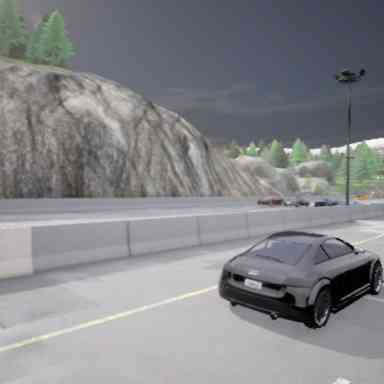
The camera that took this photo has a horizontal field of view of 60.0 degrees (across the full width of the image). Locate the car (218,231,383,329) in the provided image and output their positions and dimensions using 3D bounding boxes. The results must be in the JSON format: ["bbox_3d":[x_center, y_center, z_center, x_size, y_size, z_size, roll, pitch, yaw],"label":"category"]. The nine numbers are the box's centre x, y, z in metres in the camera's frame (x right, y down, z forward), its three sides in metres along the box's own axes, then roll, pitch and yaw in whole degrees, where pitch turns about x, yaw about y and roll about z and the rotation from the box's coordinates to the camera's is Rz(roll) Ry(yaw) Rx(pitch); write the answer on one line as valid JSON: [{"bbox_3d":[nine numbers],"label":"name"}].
[{"bbox_3d":[2.464,1.533,7.031,4.181,1.385,1.994,0,1,-45],"label":"car"}]

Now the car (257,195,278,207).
[{"bbox_3d":[11.005,1.224,46.288,1.882,1.535,5.008,1,1,44],"label":"car"}]

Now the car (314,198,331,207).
[{"bbox_3d":[17.674,1.486,43.111,1.895,1.301,4.718,1,1,44],"label":"car"}]

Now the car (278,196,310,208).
[{"bbox_3d":[14.078,1.307,44.430,2.128,1.511,4.902,1,1,44],"label":"car"}]

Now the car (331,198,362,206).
[{"bbox_3d":[18.421,1.462,38.857,1.812,1.442,4.674,1,1,44],"label":"car"}]
